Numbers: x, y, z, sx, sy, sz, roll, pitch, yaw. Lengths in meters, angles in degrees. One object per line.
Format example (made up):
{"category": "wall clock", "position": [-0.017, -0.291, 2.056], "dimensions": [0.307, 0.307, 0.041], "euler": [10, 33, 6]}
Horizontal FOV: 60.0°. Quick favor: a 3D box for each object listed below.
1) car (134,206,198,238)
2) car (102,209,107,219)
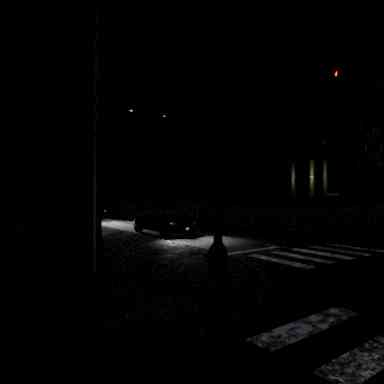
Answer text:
{"category": "car", "position": [-1.591, 1.531, 18.185], "dimensions": [1.812, 1.442, 4.674], "euler": [0, 0, -36]}
{"category": "car", "position": [-8.879, 1.609, 28.291], "dimensions": [1.895, 1.301, 4.718], "euler": [0, 0, -36]}
